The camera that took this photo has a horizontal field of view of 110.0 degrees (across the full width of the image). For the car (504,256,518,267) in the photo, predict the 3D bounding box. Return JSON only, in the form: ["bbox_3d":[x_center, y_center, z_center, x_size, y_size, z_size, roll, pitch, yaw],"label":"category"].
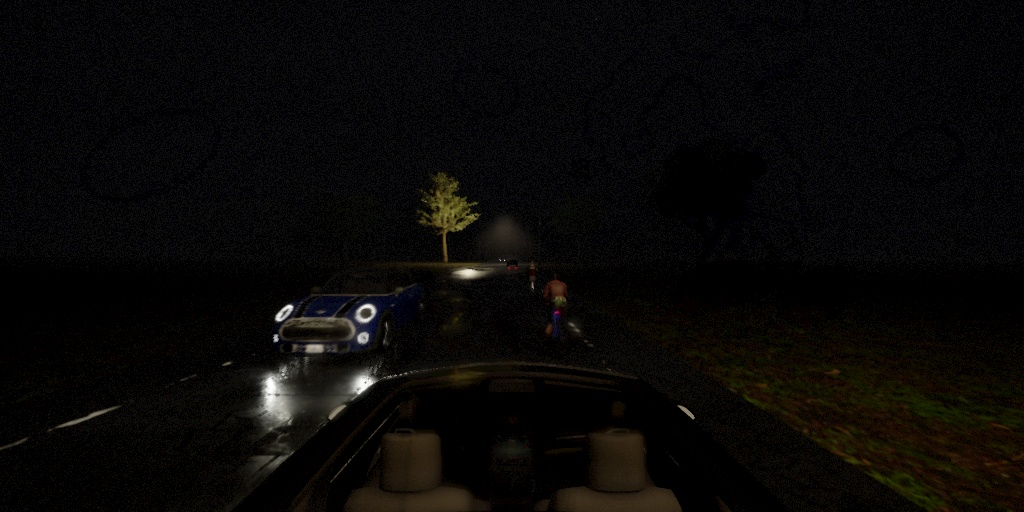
[{"bbox_3d":[0.062,1.042,62.974,2.128,1.511,4.902,0,0,0],"label":"car"}]

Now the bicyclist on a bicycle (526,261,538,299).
[{"bbox_3d":[0.951,1.110,17.112,0.659,1.776,1.843,0,0,0],"label":"bicyclist on a bicycle"}]

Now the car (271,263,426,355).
[{"bbox_3d":[-3.604,1.098,8.792,2.097,1.767,4.553,0,0,0],"label":"car"}]

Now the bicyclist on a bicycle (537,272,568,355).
[{"bbox_3d":[0.956,1.199,7.774,0.582,1.620,1.656,0,0,0],"label":"bicyclist on a bicycle"}]
